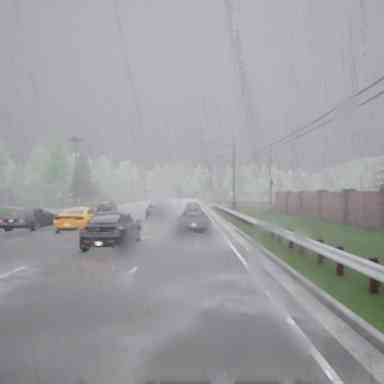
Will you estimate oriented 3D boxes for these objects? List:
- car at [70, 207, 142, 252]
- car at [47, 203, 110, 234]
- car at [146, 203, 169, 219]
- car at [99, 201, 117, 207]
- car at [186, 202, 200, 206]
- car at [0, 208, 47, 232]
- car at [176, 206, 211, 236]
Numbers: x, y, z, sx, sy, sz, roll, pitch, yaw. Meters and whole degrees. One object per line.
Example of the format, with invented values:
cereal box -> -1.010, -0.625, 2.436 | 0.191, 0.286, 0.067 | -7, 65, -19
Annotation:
car -> -3.399, 1.638, 14.502 | 1.837, 1.490, 4.892 | 0, -1, 0
car -> -6.898, 1.669, 20.797 | 1.882, 1.535, 5.008 | 0, -1, 0
car -> -3.397, 1.793, 32.853 | 2.128, 1.511, 4.902 | 0, -1, 0
car -> -10.395, 1.878, 40.794 | 1.837, 1.490, 4.892 | 0, -1, 0
car -> 0.104, 1.895, 37.970 | 2.033, 1.411, 5.357 | 0, -1, 0
car -> -10.397, 1.746, 21.674 | 2.033, 1.411, 5.357 | 0, -1, 0
car -> 0.103, 1.745, 19.753 | 1.994, 1.385, 4.181 | 0, -1, 0
